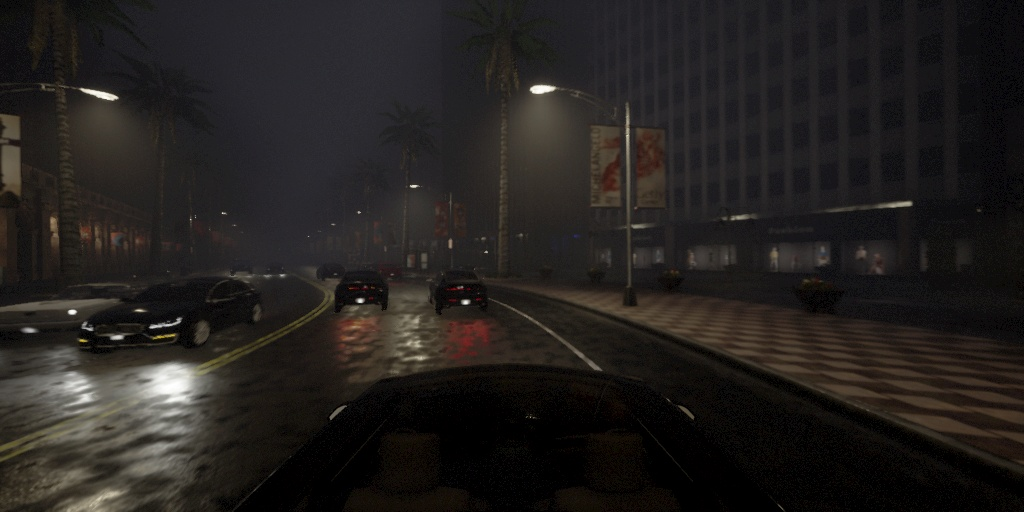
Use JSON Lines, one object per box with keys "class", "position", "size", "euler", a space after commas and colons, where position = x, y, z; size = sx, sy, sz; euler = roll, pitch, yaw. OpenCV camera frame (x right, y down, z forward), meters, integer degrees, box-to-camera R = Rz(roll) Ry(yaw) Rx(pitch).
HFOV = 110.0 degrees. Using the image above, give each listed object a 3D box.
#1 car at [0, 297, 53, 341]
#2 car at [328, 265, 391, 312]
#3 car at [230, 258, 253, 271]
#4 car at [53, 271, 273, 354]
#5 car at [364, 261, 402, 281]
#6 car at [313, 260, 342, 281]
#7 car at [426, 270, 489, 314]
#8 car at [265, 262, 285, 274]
{"class": "car", "position": [-12.090, 1.460, 10.586], "size": [1.895, 1.301, 4.718], "euler": [0, 0, -18]}
{"class": "car", "position": [-6.087, 1.308, 14.807], "size": [1.837, 1.490, 4.892], "euler": [0, 0, -19]}
{"class": "car", "position": [-35.058, 1.281, 46.577], "size": [2.150, 2.045, 5.566], "euler": [-1, 0, -34]}
{"class": "car", "position": [-8.227, 1.329, 9.277], "size": [1.837, 1.490, 4.892], "euler": [0, 0, -14]}
{"class": "car", "position": [-10.827, 1.322, 30.386], "size": [1.882, 1.535, 5.008], "euler": [0, 0, -34]}
{"class": "car", "position": [-16.182, 1.371, 32.052], "size": [1.882, 1.535, 5.008], "euler": [0, 0, -35]}
{"class": "car", "position": [-2.208, 1.273, 14.132], "size": [1.837, 1.490, 4.892], "euler": [0, 0, -16]}
{"class": "car", "position": [-30.334, 1.498, 45.919], "size": [1.882, 1.535, 5.008], "euler": [-1, 0, -35]}
